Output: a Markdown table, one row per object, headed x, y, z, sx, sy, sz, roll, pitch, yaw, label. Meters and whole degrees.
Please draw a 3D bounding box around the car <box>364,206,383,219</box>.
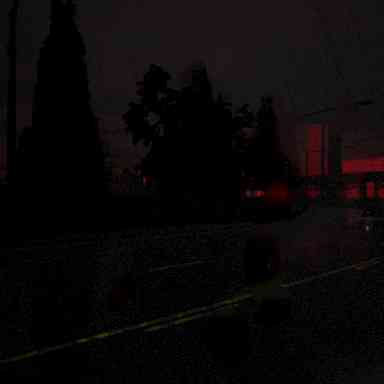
| x | y | z | sx | sy | sz | roll | pitch | yaw | label |
| --- | --- | --- | --- | --- | --- | --- | --- | --- | --- |
| 22.432 | 2.464 | 41.237 | 1.812 | 1.442 | 4.674 | 0 | -1 | 23 | car |
